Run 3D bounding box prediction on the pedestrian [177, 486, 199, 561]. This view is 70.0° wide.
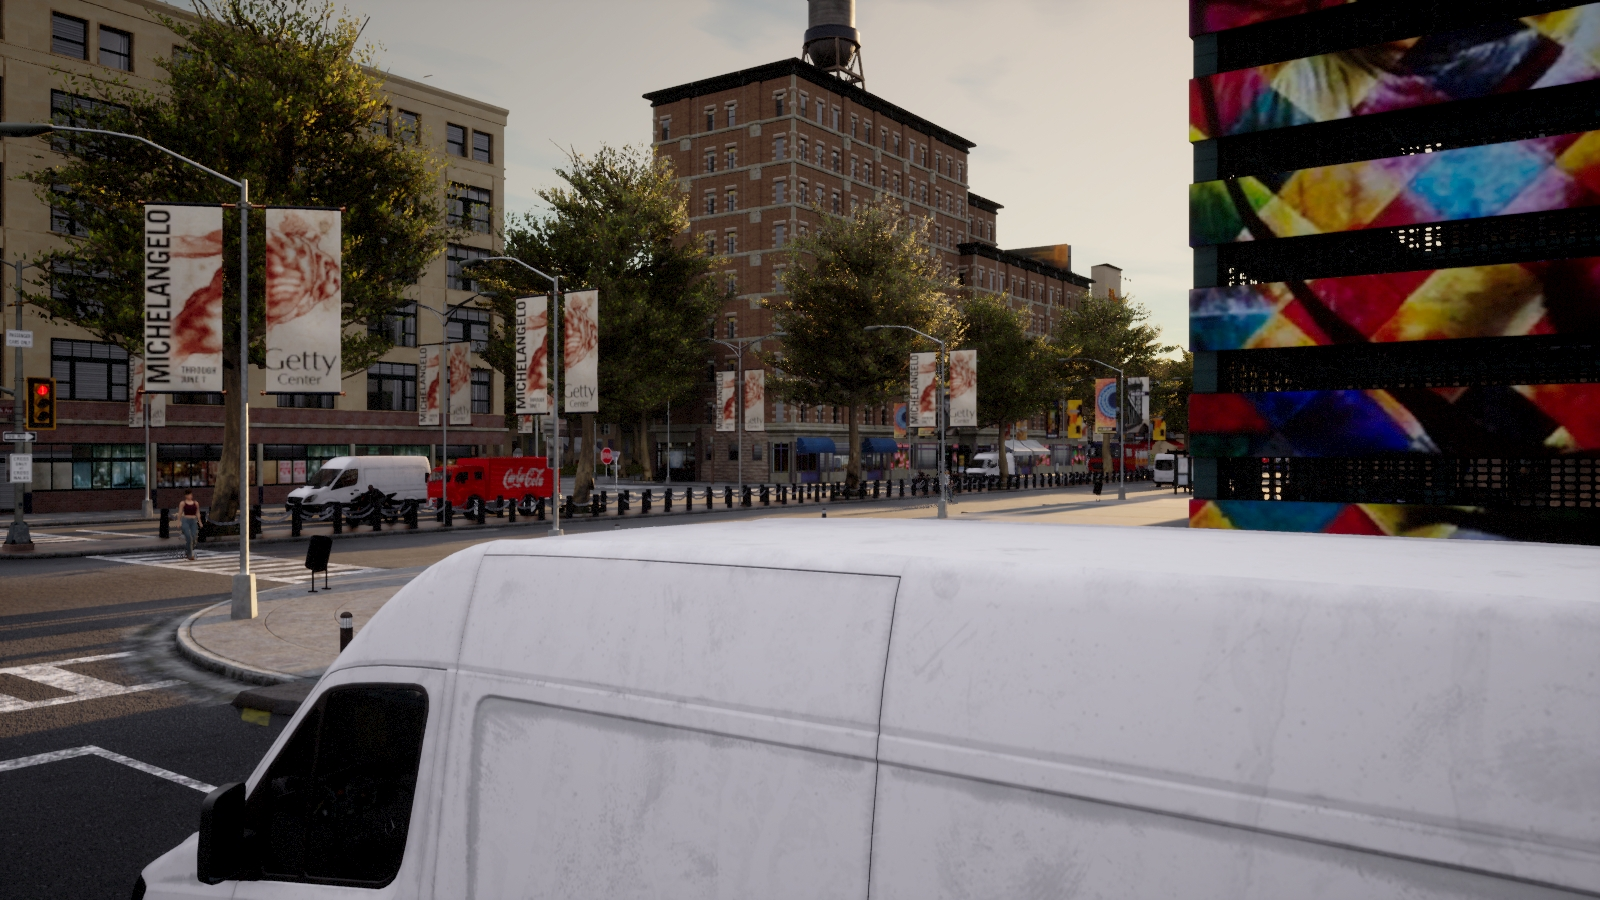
[{"bbox_3d":[-15.453,1.848,28.843,0.375,1.860,0.375,0,0,41],"label":"pedestrian"}]

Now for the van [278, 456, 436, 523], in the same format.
[{"bbox_3d":[-18.065,1.534,46.934,1.988,2.561,5.915,0,0,36],"label":"van"}]

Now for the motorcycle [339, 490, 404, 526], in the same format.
[{"bbox_3d":[-16.269,2.205,43.436,0.867,1.251,2.209,0,0,36],"label":"motorcycle"}]

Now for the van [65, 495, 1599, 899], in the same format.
[{"bbox_3d":[-0.118,1.534,3.913,5.915,2.561,1.988,0,0,36],"label":"van"}]

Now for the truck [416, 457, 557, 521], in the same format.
[{"bbox_3d":[-13.076,1.565,47.908,2.627,2.467,5.204,0,0,36],"label":"truck"}]

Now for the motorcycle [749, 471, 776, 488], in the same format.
[{"bbox_3d":[-2.775,2.205,85.505,0.867,1.251,2.209,0,0,36],"label":"motorcycle"}]
